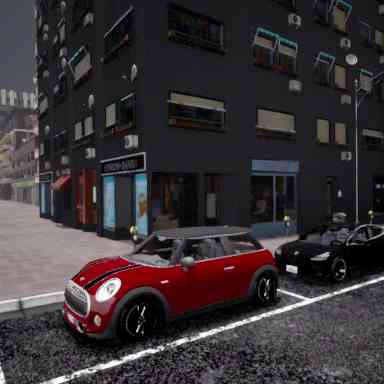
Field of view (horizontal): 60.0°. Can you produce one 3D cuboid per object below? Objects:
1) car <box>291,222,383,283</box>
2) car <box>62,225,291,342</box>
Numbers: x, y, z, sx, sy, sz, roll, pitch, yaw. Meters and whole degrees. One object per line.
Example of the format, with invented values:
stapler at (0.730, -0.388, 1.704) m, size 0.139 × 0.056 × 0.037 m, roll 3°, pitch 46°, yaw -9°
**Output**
car at (4.278, 1.564, 9.632) m, size 4.313 × 1.339 × 1.947 m, roll 0°, pitch -1°, yaw -36°
car at (-0.280, 1.439, 6.377) m, size 4.097 × 1.590 × 1.967 m, roll 0°, pitch -1°, yaw -36°
